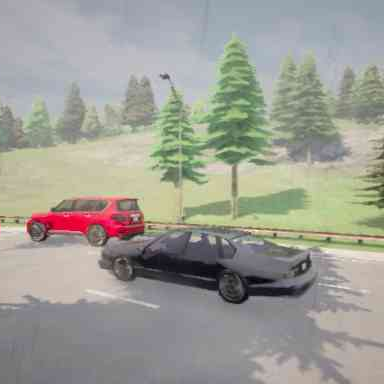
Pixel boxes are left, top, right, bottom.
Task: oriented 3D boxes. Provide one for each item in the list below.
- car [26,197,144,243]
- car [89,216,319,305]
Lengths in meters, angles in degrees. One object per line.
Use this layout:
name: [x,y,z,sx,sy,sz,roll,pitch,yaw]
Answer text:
car: [-4.787,1.217,14.897,5.566,2.045,2.150,0,-1,24]
car: [0.160,1.545,8.082,5.357,1.411,2.033,0,0,33]
